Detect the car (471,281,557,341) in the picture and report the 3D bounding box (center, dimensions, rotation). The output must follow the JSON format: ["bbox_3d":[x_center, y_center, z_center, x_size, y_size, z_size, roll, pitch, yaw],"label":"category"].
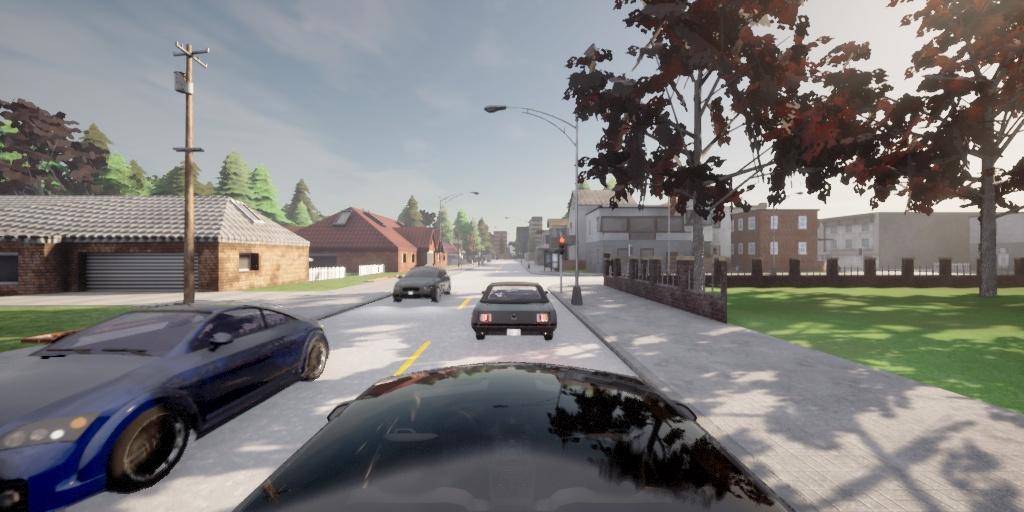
[{"bbox_3d":[0.078,1.351,9.906,1.895,1.301,4.718,0,0,1],"label":"car"}]

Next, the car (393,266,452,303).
[{"bbox_3d":[-4.038,1.256,16.786,1.837,1.490,4.892,0,-1,0],"label":"car"}]

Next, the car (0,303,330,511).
[{"bbox_3d":[-4.091,1.314,4.384,1.994,1.385,4.181,0,0,0],"label":"car"}]
